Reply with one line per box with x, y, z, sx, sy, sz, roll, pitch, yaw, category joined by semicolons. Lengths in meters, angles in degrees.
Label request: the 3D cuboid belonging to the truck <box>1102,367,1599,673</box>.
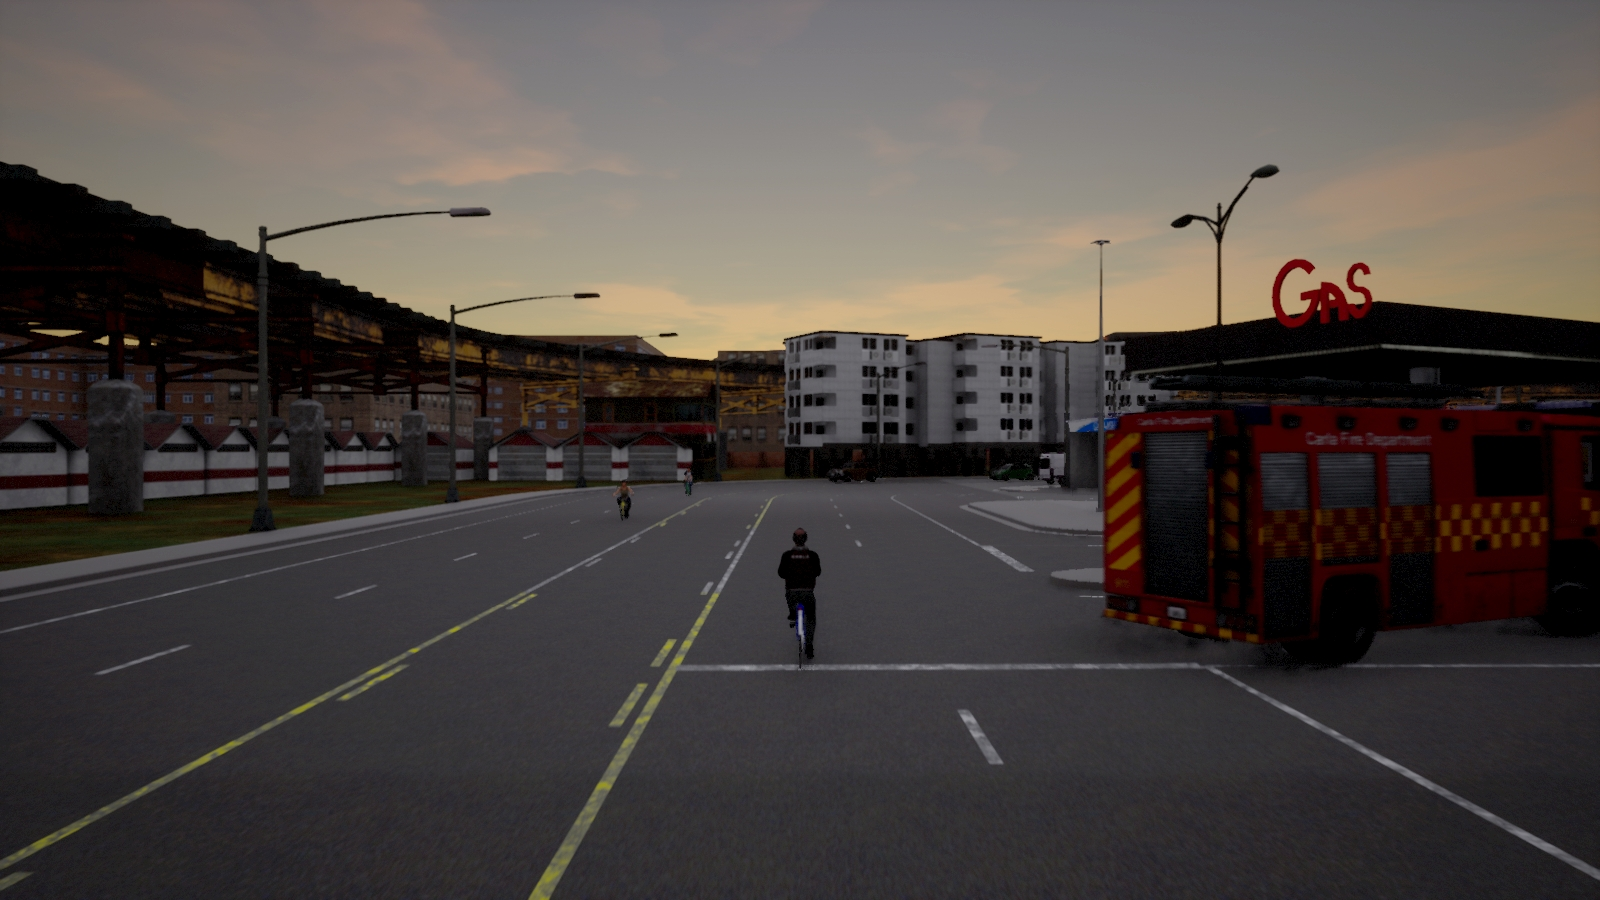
8.922;0.891;17.483;8.468;3.827;2.891;0;-1;-26;truck

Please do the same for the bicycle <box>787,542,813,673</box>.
-0.003;2.048;15.240;0.329;1.496;1.835;0;0;0;bicycle

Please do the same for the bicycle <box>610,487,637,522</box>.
-7.000;2.147;45.399;0.859;1.301;1.487;0;0;0;bicycle
